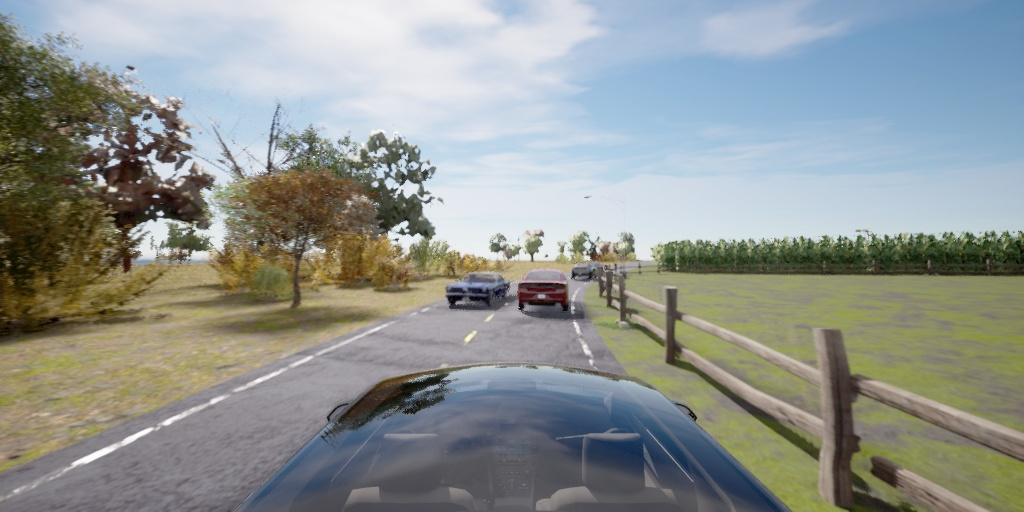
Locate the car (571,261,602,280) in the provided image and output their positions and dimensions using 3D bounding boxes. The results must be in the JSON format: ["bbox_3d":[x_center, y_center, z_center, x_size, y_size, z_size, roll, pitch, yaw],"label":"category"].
[{"bbox_3d":[6.883,1.367,33.842,2.128,1.511,4.902,0,0,22],"label":"car"}]

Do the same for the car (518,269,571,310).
[{"bbox_3d":[1.430,1.281,15.114,1.882,1.535,5.008,0,0,9],"label":"car"}]

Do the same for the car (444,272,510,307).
[{"bbox_3d":[-1.407,1.399,16.166,1.895,1.301,4.718,0,0,10],"label":"car"}]
